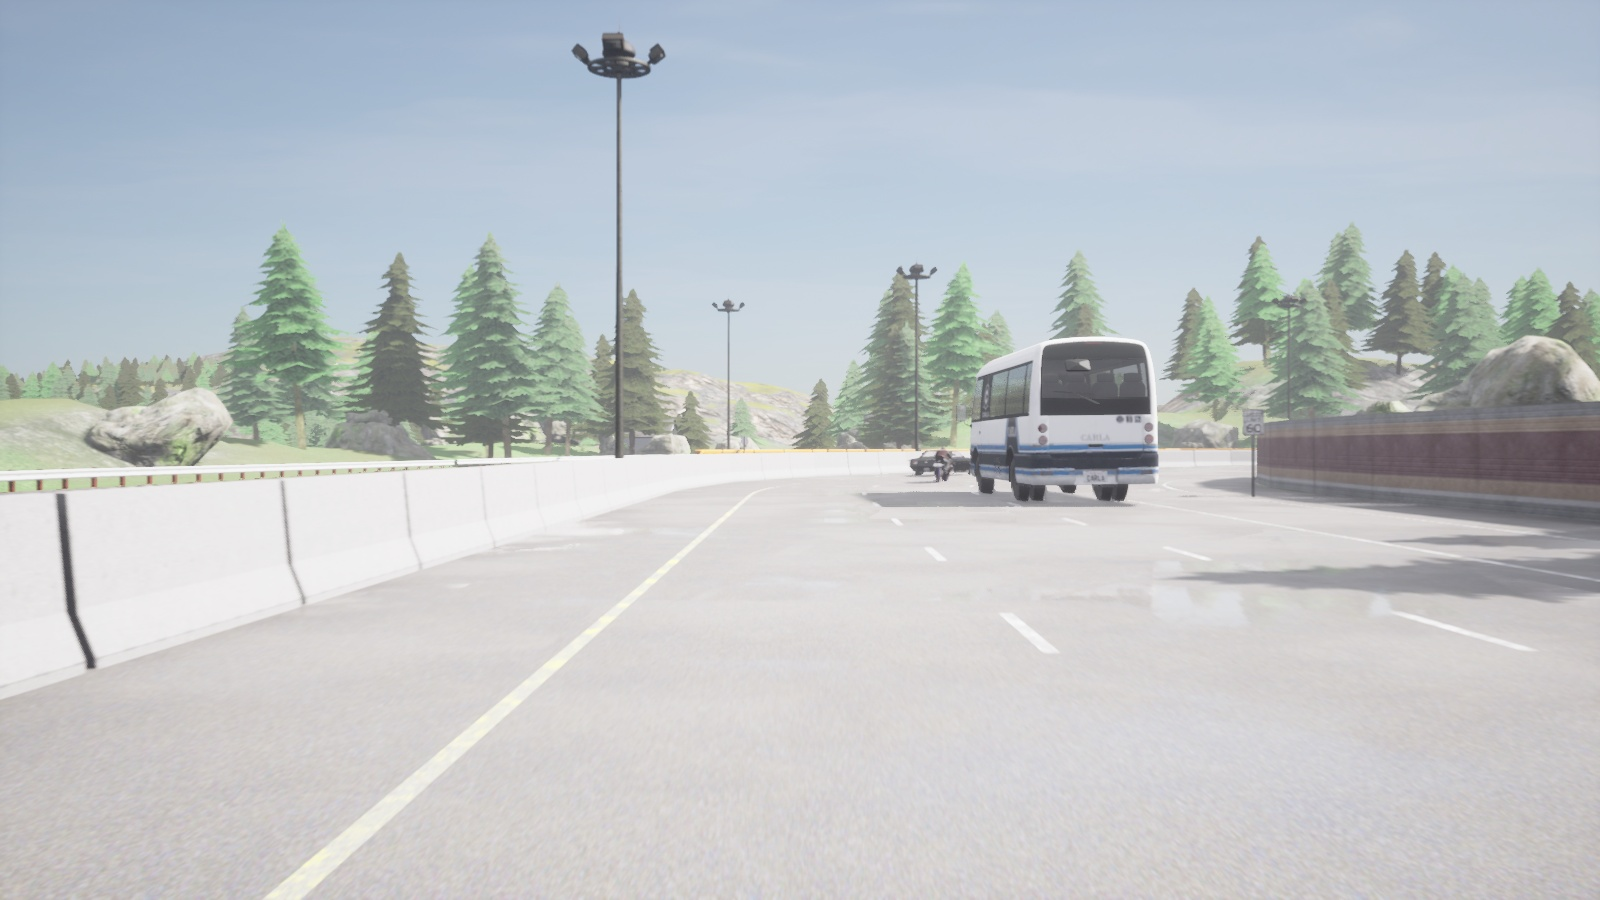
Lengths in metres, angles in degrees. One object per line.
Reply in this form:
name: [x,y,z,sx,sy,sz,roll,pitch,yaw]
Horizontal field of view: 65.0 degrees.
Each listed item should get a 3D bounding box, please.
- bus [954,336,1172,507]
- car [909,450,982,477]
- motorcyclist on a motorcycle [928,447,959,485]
bus: [7.248,-0.735,36.684,3.944,4.253,10.273,-1,0,-1]
car: [7.363,0.657,63.091,1.895,1.301,4.718,0,0,31]
motorcyclist on a motorcycle: [5.922,0.630,51.764,0.866,1.530,2.191,1,0,18]
